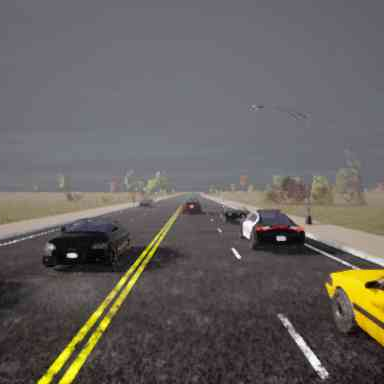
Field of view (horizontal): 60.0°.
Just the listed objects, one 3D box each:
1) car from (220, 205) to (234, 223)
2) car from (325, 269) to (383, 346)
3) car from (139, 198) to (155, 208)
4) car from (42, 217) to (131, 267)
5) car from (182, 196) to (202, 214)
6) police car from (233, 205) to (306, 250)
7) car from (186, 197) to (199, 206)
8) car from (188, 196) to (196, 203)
[{"bbox_3d":[3.258,1.623,25.583,1.895,1.301,4.718,0,0,0],"label":"car"},{"bbox_3d":[3.251,1.461,3.743,1.801,1.575,5.366,0,0,0],"label":"car"},{"bbox_3d":[-6.486,1.584,48.402,2.033,1.411,5.357,0,0,0],"label":"car"},{"bbox_3d":[-3.347,1.576,11.266,1.994,1.385,4.181,0,0,0],"label":"car"},{"bbox_3d":[-0.005,1.530,36.256,2.163,1.488,4.792,0,0,0],"label":"car"},{"bbox_3d":[3.254,1.520,14.553,2.038,1.542,4.974,0,0,0],"label":"police car"},{"bbox_3d":[0.116,1.578,56.534,2.033,1.411,5.357,0,0,0],"label":"car"},{"bbox_3d":[0.022,1.630,74.210,1.895,1.301,4.718,0,0,0],"label":"car"}]
